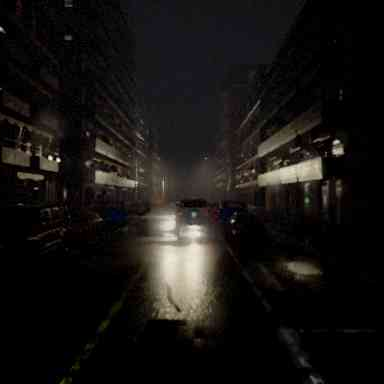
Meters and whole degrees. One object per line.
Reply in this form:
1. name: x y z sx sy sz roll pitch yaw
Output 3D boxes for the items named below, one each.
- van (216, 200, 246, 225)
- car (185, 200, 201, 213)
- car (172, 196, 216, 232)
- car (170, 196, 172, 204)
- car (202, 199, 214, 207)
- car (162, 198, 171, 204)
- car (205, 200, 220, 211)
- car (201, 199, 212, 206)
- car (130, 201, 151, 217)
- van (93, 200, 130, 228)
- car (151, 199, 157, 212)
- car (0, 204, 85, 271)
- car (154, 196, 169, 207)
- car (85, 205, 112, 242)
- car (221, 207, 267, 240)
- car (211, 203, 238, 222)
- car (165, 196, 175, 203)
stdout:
1. van: 2.703 1.451 22.718 1.690 1.788 3.998 0 0 0
2. car: 0.114 1.720 40.960 1.837 1.490 4.892 0 -1 0
3. car: 0.108 1.323 21.161 2.150 2.045 5.566 0 0 0
4. car: -5.666 1.961 68.244 1.947 1.339 4.313 0 0 0
5. car: 2.712 1.899 56.859 1.802 1.307 4.206 0 0 0
6. car: -5.665 2.019 73.932 1.802 1.307 4.206 0 0 0
7. car: 2.708 1.827 45.478 1.802 1.307 4.206 0 0 0
8. car: 2.713 1.937 62.549 1.802 1.307 4.206 0 0 0
9. car: -5.675 1.700 33.933 1.752 1.417 4.829 0 0 0
10. van: -5.676 1.452 22.723 1.690 1.788 3.998 0 0 0
11. car: -5.674 1.792 39.794 1.802 1.307 4.206 0 0 0
12. car: -5.680 1.367 11.344 2.192 1.841 5.009 0 0 0
13. car: -5.668 1.633 56.864 2.192 1.841 5.009 0 0 0
14. car: -5.680 1.605 16.865 1.752 1.417 4.829 0 0 0
15. car: 2.700 1.662 17.029 1.802 1.307 4.206 0 0 0
16. car: 2.704 1.686 28.408 1.887 1.381 4.507 0 0 0
17. car: -5.661 1.842 85.314 2.192 1.841 5.009 0 0 0
